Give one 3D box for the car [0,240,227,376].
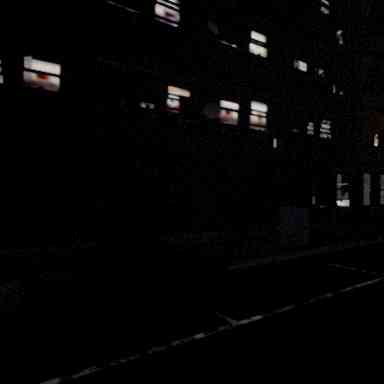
[{"bbox_3d":[-1.336,1.563,5.604,4.313,1.339,1.947,0,0,-36],"label":"car"}]
